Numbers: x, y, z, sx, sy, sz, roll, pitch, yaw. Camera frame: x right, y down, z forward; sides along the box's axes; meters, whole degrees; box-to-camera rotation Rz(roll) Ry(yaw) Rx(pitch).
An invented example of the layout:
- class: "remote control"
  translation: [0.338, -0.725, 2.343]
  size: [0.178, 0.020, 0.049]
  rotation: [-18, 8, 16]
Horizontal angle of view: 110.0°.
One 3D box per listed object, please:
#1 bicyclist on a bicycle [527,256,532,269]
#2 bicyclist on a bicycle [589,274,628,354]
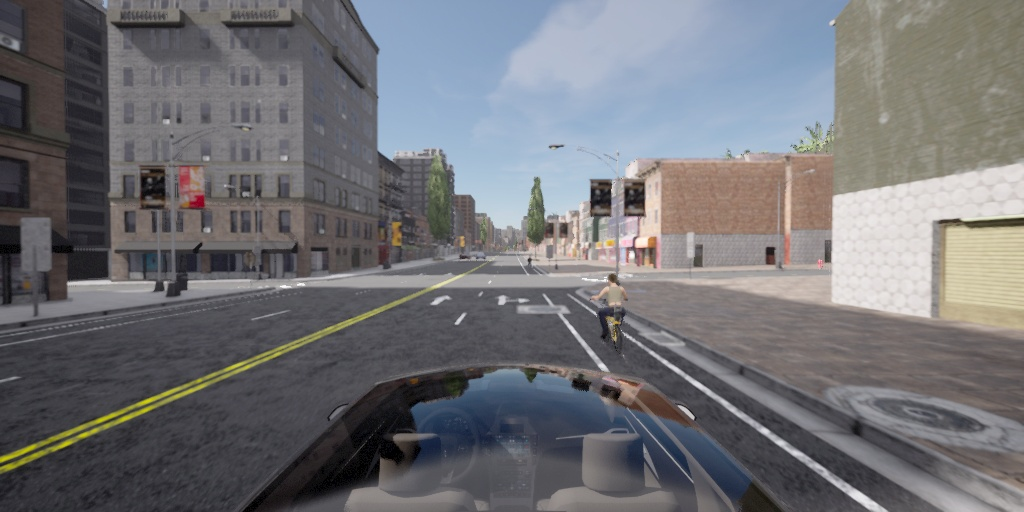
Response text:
- class: "bicyclist on a bicycle"
  translation: [2.258, 0.878, 46.391]
  size: [0.659, 1.776, 1.843]
  rotation: [0, 1, 0]
- class: "bicyclist on a bicycle"
  translation: [2.158, 1.180, 7.794]
  size: [0.866, 1.612, 1.509]
  rotation: [0, 0, 0]
